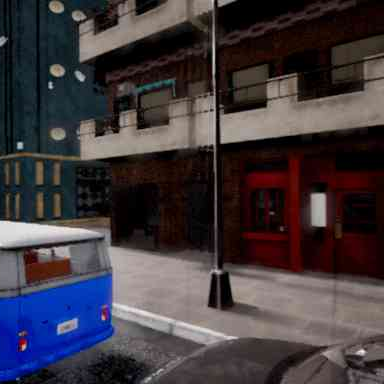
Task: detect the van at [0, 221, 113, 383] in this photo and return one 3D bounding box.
[{"bbox_3d":[-2.974,1.355,5.014,3.998,1.788,1.690,0,-1,36],"label":"van"}]

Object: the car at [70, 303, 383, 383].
[{"bbox_3d":[1.567,1.550,1.771,4.403,1.369,2.008,0,-1,36],"label":"car"}]
